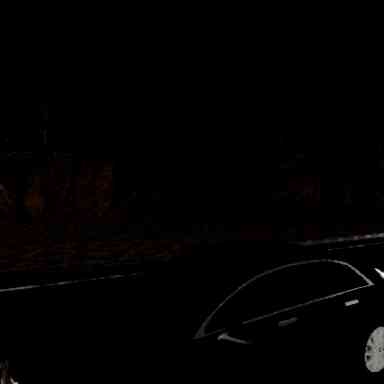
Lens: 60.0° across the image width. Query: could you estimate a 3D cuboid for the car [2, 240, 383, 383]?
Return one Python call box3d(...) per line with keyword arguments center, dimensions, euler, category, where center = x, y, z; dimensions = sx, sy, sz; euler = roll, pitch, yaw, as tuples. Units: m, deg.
box3d(center=(0.527, 1.427, 3.954), dimensions=(4.892, 1.490, 1.837), euler=(0, 2, -30), category="car")
